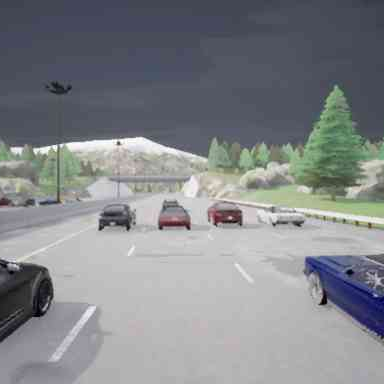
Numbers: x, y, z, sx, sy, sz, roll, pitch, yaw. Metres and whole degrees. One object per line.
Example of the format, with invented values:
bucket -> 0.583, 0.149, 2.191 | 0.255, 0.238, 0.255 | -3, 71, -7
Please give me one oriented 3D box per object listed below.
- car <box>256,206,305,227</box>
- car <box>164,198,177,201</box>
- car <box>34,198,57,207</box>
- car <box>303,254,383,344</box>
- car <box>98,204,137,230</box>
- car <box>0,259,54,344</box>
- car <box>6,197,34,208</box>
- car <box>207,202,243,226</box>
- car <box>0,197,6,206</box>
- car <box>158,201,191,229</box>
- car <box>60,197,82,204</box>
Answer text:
car -> 5.794, 1.588, 22.404 | 1.895, 1.301, 4.718 | 0, 0, -4
car -> -2.502, 1.469, 38.573 | 2.128, 1.511, 4.902 | 0, 0, -4
car -> -21.002, 1.572, 49.107 | 1.895, 1.301, 4.718 | 0, 0, -4
car -> 3.407, 1.598, 5.135 | 1.895, 1.301, 4.718 | 0, 0, -2
car -> -4.636, 1.494, 21.011 | 1.837, 1.490, 4.892 | 0, 1, -4
car -> -3.605, 1.559, 4.749 | 1.994, 1.385, 4.181 | 0, 0, -2
car -> -24.467, 1.464, 48.464 | 2.128, 1.511, 4.902 | 0, 0, -4
car -> 2.207, 1.464, 23.335 | 1.882, 1.535, 5.008 | 0, 0, -4
car -> -27.946, 1.450, 48.035 | 1.882, 1.535, 5.008 | 0, 0, -4
car -> -1.170, 1.552, 21.556 | 1.994, 1.385, 4.181 | 0, 0, -4
car -> -17.467, 1.497, 48.685 | 1.812, 1.442, 4.674 | 0, 0, -4
